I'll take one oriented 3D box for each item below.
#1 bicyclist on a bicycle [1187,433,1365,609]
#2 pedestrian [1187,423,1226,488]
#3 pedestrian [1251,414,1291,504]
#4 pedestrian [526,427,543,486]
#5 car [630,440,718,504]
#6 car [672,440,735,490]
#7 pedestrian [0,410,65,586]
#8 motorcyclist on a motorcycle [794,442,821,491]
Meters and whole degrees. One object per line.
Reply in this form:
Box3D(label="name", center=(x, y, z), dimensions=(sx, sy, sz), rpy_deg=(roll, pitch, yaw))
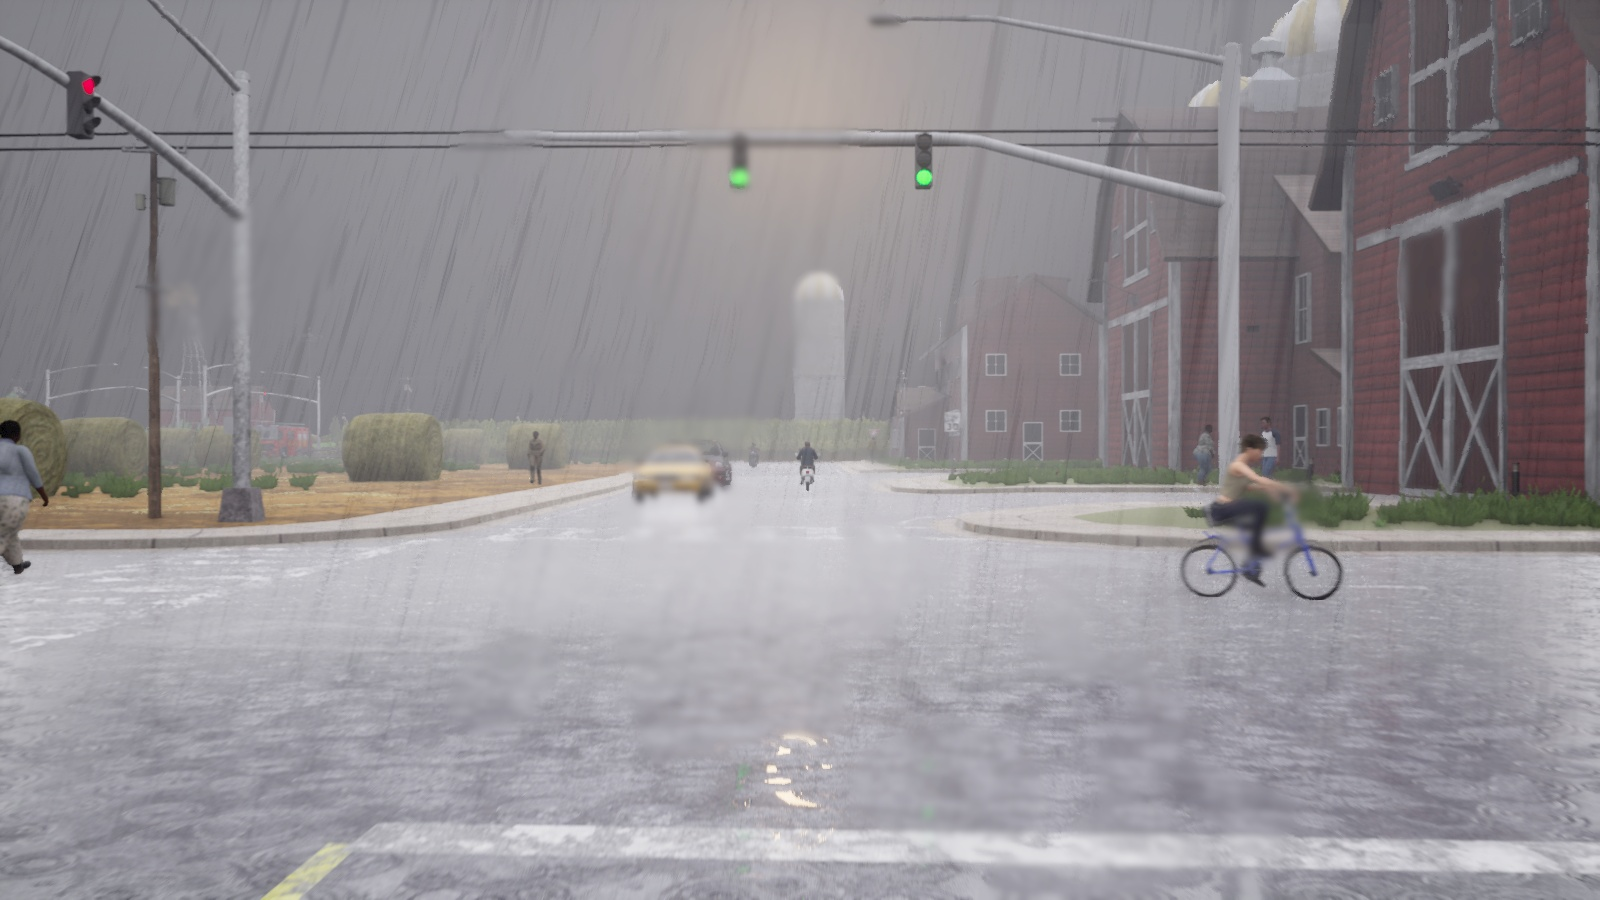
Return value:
Box3D(label="bicyclist on a bicycle", center=(4.548, 0.655, 12.109), dimensions=(1.509, 1.612, 0.866), rpy_deg=(0, -1, 14))
Box3D(label="pedestrian", center=(11.746, 0.151, 36.321), dimensions=(0.900, 1.855, 0.874), rpy_deg=(0, 0, 6))
Box3D(label="pedestrian", center=(9.737, 0.187, 25.990), dimensions=(0.706, 1.836, 0.354), rpy_deg=(0, 0, -19))
Box3D(label="pedestrian", center=(-8.811, 0.218, 41.697), dimensions=(0.396, 1.930, 0.692), rpy_deg=(0, 0, 2))
Box3D(label="car", center=(-3.294, 0.543, 33.753), dimensions=(1.801, 1.575, 5.366), rpy_deg=(0, 0, 0))
Box3D(label="car", center=(-3.241, 0.469, 42.864), dimensions=(1.851, 1.617, 3.988), rpy_deg=(0, 0, 0))
Box3D(label="pedestrian", center=(-8.714, 0.503, 13.680), dimensions=(0.874, 1.855, 0.900), rpy_deg=(0, 0, 2))
Box3D(label="motorcyclist on a motorcycle", center=(0.252, 0.532, 41.640), dimensions=(0.866, 1.590, 1.817), rpy_deg=(0, 0, 0))
